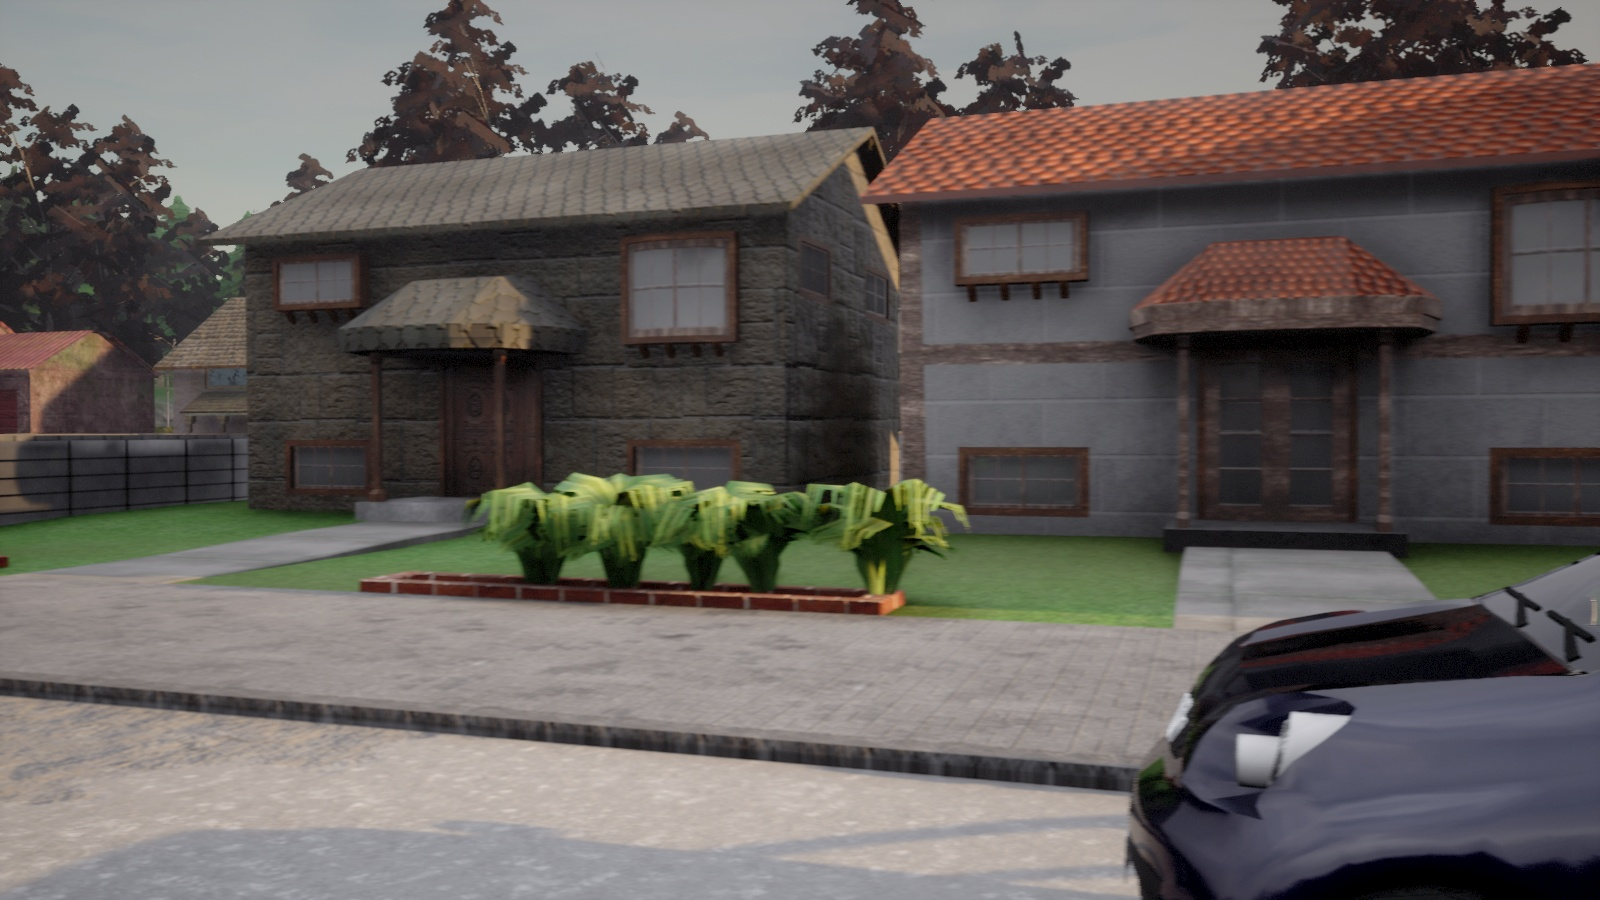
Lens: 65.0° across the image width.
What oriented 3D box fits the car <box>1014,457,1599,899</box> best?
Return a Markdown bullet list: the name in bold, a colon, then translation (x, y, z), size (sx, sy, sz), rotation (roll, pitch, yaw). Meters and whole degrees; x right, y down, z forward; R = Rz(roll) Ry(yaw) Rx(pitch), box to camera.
- **car**: translation (2.461, 0.803, 2.893), size (3.633, 1.501, 1.845), rotation (1, 1, 19)
